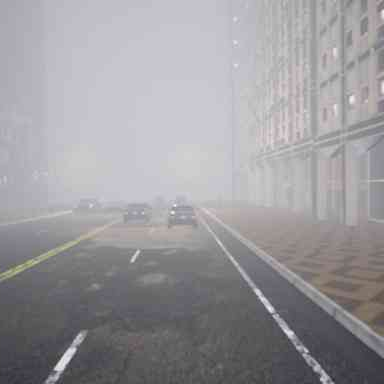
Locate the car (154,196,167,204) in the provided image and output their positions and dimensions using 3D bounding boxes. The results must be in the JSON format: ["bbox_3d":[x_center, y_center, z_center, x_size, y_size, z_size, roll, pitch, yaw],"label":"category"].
[{"bbox_3d":[-5.054,1.338,52.702,1.882,1.535,5.008,-1,0,-2],"label":"car"}]

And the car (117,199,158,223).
[{"bbox_3d":[-4.030,1.513,25.487,2.033,1.411,5.357,-1,0,-2],"label":"car"}]

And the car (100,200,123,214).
[{"bbox_3d":[-7.845,1.536,35.295,2.033,1.411,5.357,-1,0,-2],"label":"car"}]

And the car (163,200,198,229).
[{"bbox_3d":[-0.625,1.474,21.275,2.033,1.411,5.357,-1,0,-2],"label":"car"}]

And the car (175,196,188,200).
[{"bbox_3d":[-1.657,1.325,48.877,1.837,1.490,4.892,-1,0,-2],"label":"car"}]

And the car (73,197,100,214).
[{"bbox_3d":[-11.108,1.393,35.653,2.097,1.767,4.553,-1,0,-2],"label":"car"}]
